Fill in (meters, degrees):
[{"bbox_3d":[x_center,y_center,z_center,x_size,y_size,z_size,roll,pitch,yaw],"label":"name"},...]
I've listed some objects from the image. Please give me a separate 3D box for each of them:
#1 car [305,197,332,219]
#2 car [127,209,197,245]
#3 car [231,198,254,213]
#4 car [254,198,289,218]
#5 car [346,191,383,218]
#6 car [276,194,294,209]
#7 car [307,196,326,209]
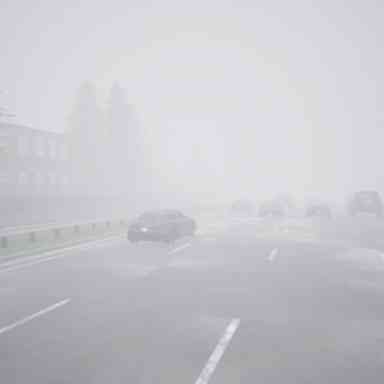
[{"bbox_3d":[10.099,1.302,26.565,1.812,1.442,4.674,0,0,19],"label":"car"},{"bbox_3d":[-1.257,1.489,15.445,1.994,1.385,4.181,0,0,20],"label":"car"},{"bbox_3d":[5.287,1.336,33.925,1.994,1.385,4.181,0,0,20],"label":"car"},{"bbox_3d":[6.642,1.400,27.268,1.895,1.301,4.718,0,0,20],"label":"car"},{"bbox_3d":[14.159,0.961,27.533,2.150,2.045,5.566,0,0,19],"label":"car"},{"bbox_3d":[10.796,1.053,39.003,2.097,1.767,4.553,0,0,20],"label":"car"},{"bbox_3d":[14.625,1.235,39.312,1.994,1.385,4.181,0,0,19],"label":"car"}]
